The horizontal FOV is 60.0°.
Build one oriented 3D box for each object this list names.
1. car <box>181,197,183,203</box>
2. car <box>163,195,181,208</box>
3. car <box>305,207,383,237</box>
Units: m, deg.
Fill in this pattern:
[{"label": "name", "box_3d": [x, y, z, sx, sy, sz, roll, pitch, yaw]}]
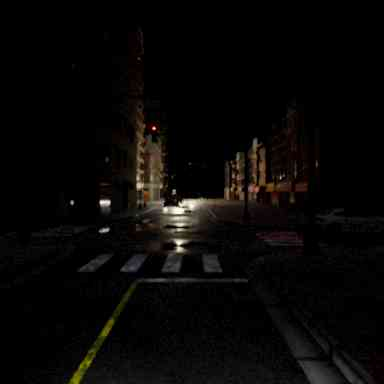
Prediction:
[{"label": "car", "box_3d": [-2.719, 1.369, 62.323, 1.812, 1.442, 4.674, 0, 0, 0]}, {"label": "car", "box_3d": [-2.794, 1.339, 45.090, 1.812, 1.442, 4.674, 0, 0, 0]}, {"label": "car", "box_3d": [8.334, 1.526, 17.283, 4.674, 1.442, 1.812, 0, 0, 0]}]
